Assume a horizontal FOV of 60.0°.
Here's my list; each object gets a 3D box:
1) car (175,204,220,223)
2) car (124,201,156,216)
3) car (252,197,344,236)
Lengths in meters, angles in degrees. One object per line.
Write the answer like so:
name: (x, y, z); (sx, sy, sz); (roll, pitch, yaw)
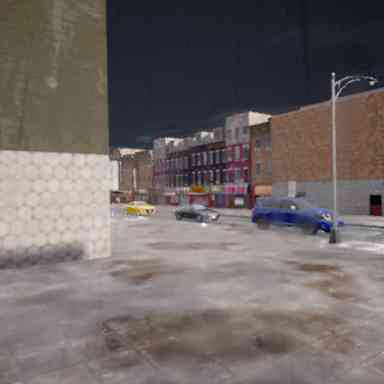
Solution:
car: (0.322, 1.708, 27.797); (1.812, 1.442, 4.674); (-2, 0, -36)
car: (-5.742, 1.771, 36.299); (1.882, 1.535, 5.008); (-2, 0, -35)
car: (6.027, 1.327, 19.765); (2.150, 2.045, 5.566); (-2, 0, -35)
